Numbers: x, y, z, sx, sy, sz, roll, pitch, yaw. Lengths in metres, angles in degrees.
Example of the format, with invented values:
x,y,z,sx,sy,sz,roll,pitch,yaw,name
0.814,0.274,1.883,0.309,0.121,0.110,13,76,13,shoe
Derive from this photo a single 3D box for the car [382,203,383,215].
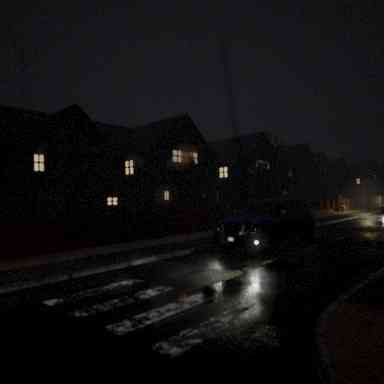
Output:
x,y,z,sx,sy,sz,roll,pitch,yaw,name
19.708,1.377,31.850,1.837,1.490,4.892,-3,-2,43,car

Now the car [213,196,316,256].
x,y,z,sx,sy,sz,roll,pitch,yaw,name
3.219,1.261,13.862,2.150,2.045,5.566,-3,0,42,car
